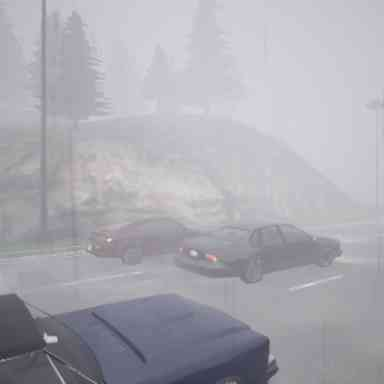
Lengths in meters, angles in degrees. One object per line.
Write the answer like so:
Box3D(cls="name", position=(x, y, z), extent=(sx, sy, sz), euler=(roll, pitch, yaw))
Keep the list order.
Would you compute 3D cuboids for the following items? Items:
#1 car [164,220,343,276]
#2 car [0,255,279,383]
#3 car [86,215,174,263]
Box3D(cls="car", position=(2.090, 1.539, 9.537), extent=(5.357, 1.411, 2.033), euler=(0, 0, -35))
Box3D(cls="car", position=(-1.485, 1.600, 2.684), extent=(4.718, 1.301, 1.895), euler=(0, 0, -35))
Box3D(cls="car", position=(-1.233, 1.519, 11.465), extent=(4.674, 1.442, 1.812), euler=(0, 0, -36))
